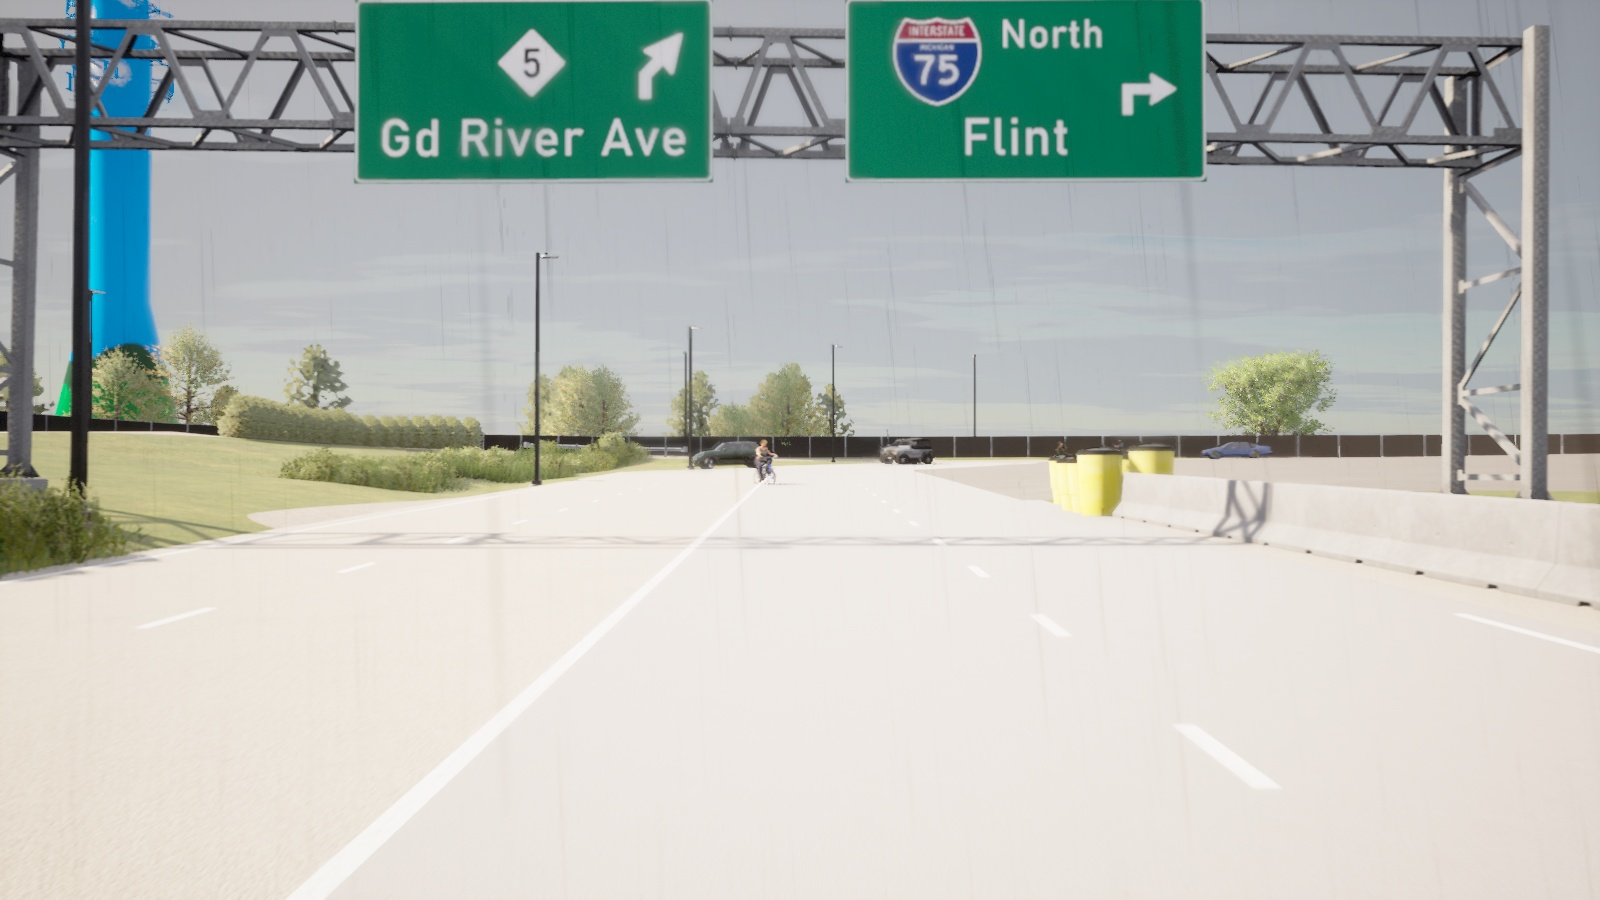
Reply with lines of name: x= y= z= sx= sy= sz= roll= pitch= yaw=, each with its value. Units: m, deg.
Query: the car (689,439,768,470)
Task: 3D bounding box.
car: x=-4.459 y=0.284 z=78.261 sx=4.553 sy=1.767 sz=2.097 roll=-1 pitch=0 yaw=-14

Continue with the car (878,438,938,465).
car: x=7.648 y=0.109 z=88.853 sx=3.866 sy=1.878 sz=1.905 roll=-1 pitch=1 yaw=-35

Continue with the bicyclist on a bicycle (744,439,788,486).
bicyclist on a bicycle: x=-1.209 y=0.433 z=44.411 sx=0.866 sy=1.612 sz=1.509 roll=1 pitch=0 yaw=-33
